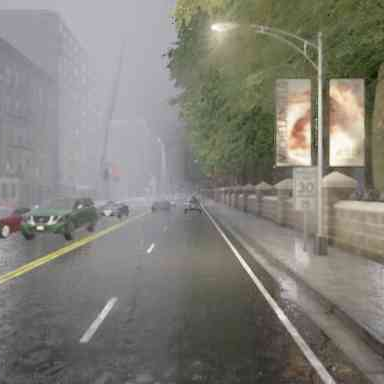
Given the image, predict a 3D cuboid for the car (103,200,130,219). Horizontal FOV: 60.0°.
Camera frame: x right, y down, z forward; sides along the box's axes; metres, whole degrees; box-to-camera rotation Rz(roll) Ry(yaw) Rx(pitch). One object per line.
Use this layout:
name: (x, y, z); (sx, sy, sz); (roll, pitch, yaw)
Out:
car: (-6.571, 1.466, 28.327); (2.128, 1.511, 4.902); (0, 0, 0)

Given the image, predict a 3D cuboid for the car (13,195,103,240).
car: (-6.578, 1.206, 17.234); (2.150, 2.045, 5.566); (0, 0, 1)

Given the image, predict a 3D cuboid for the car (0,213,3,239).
car: (-6.587, 1.471, 7.292); (1.882, 1.535, 5.008); (0, 0, 0)

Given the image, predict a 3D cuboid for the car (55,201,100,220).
car: (-9.822, 1.521, 29.075); (2.033, 1.411, 5.357); (0, 0, 0)

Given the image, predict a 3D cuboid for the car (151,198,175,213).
car: (-3.254, 1.460, 35.805); (2.128, 1.511, 4.902); (0, 0, 0)

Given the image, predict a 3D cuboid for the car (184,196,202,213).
car: (0.094, 1.515, 36.024); (2.033, 1.411, 5.357); (0, 0, 0)

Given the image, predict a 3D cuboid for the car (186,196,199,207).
car: (0.083, 1.456, 50.782); (1.837, 1.490, 4.892); (0, 0, 0)

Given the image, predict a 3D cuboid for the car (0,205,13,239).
car: (-9.830, 1.462, 17.605); (1.882, 1.535, 5.008); (0, 0, 0)
